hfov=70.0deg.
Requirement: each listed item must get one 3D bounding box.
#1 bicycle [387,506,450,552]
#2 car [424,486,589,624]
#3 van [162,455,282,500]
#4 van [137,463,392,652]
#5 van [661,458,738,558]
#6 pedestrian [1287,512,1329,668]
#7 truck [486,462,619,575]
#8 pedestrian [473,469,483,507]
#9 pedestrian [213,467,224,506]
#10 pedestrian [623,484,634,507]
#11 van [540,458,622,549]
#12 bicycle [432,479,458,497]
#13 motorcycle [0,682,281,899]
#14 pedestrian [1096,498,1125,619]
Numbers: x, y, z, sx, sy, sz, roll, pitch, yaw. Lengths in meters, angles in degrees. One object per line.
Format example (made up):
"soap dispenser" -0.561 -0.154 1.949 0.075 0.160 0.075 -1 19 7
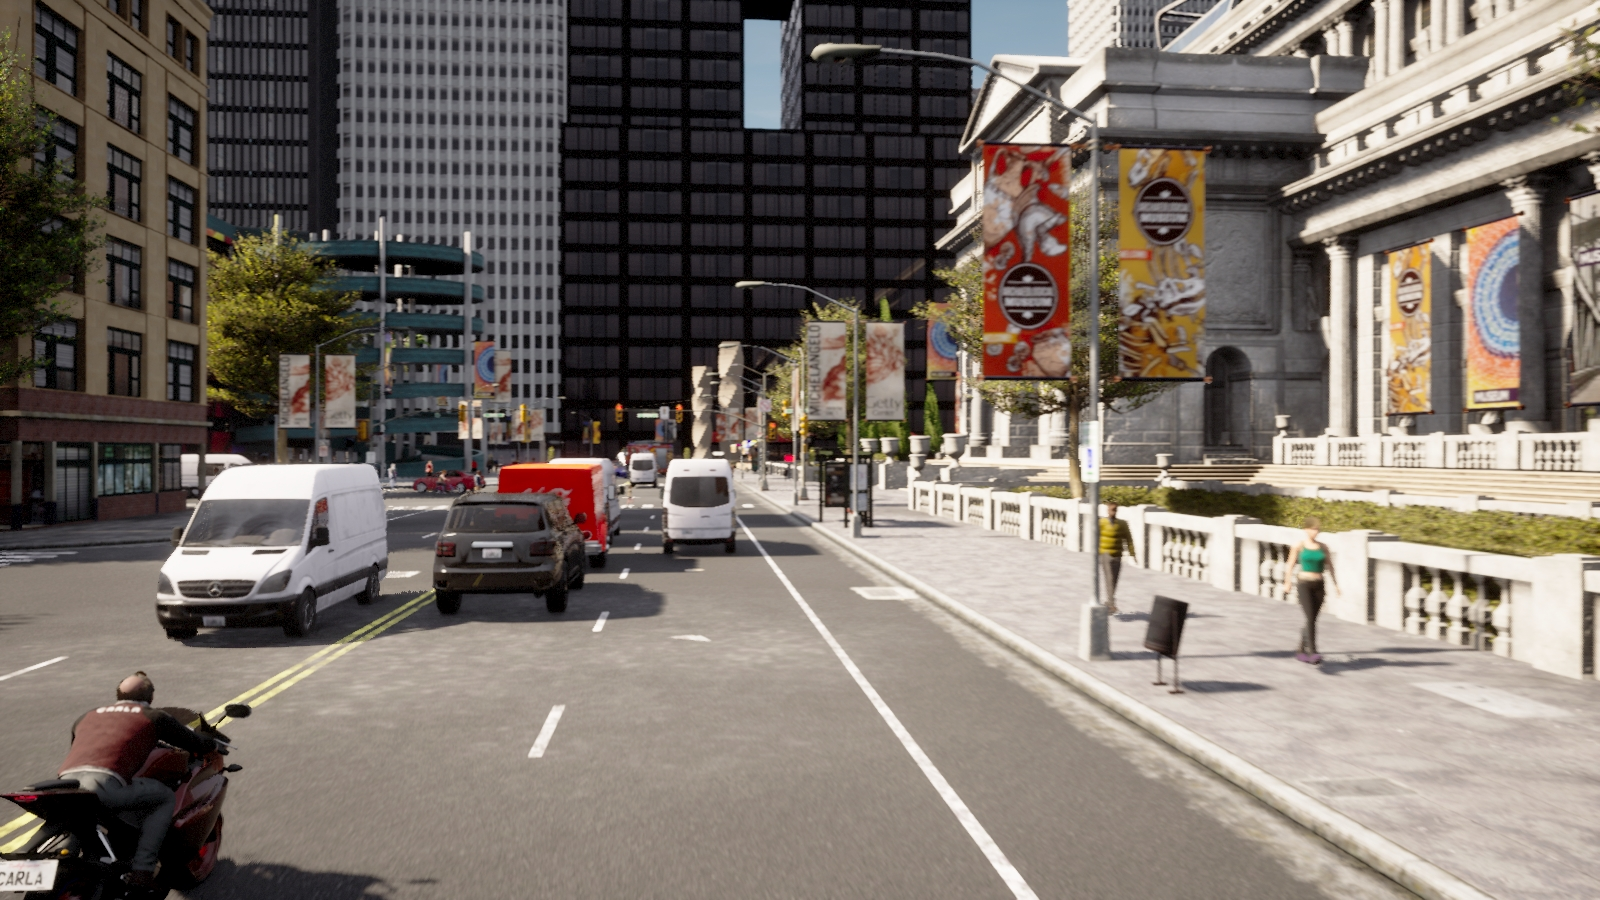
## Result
"bicycle" -10.718 2.218 32.162 0.329 1.171 1.835 -1 0 33
"car" -5.248 1.784 21.265 2.150 2.045 5.566 0 0 -6
"van" -33.715 1.557 66.795 5.915 2.561 1.988 0 0 -6
"van" -8.572 1.540 19.020 1.988 2.561 5.915 0 0 -6
"van" -2.925 1.538 32.848 1.988 2.561 5.915 0 0 -6
"pedestrian" 6.213 1.695 13.980 0.375 1.860 0.375 0 0 5
"truck" -5.991 1.573 28.383 2.627 2.467 5.204 0 0 -6
"pedestrian" -15.709 1.861 55.709 0.375 1.860 0.375 0 0 -2
"pedestrian" -27.501 1.715 54.024 0.375 1.860 0.375 0 0 -10
"pedestrian" -8.357 2.237 55.702 0.500 1.100 0.500 0 0 -4
"van" -6.726 1.541 35.671 1.988 2.561 5.915 0 0 -6
"bicycle" -21.329 2.272 68.696 1.487 1.080 0.859 0 0 -18
"motorcycle" -3.875 2.208 6.629 0.867 1.251 2.209 0 0 -5
"pedestrian" 4.882 1.694 17.977 0.375 1.860 0.375 0 0 3
